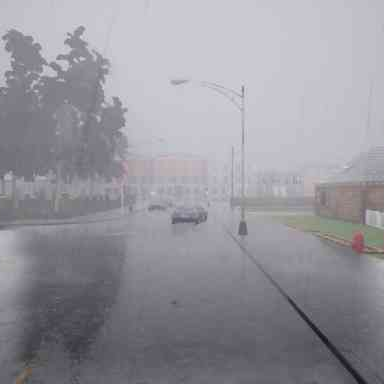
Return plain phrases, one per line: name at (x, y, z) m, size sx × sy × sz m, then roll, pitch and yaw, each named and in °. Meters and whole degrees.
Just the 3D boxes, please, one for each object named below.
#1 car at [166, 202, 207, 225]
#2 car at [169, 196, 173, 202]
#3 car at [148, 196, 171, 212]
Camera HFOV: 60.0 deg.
car at (-0.138, 1.564, 24.271) m, size 1.994 × 1.385 × 4.181 m, roll 0°, pitch 0°, yaw 13°
car at (-3.986, 1.352, 49.891) m, size 2.097 × 1.767 × 4.553 m, roll 0°, pitch 0°, yaw 1°
car at (-4.035, 1.547, 39.743) m, size 2.033 × 1.411 × 5.357 m, roll 0°, pitch 0°, yaw 0°
